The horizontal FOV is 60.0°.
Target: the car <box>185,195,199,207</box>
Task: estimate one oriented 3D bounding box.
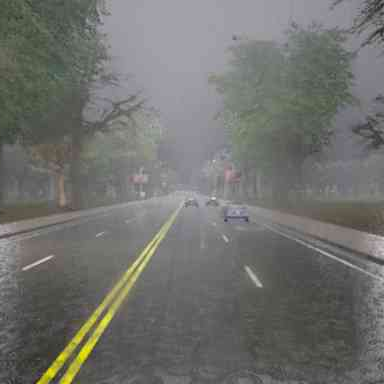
[{"bbox_3d":[-0.007,1.494,48.992,1.812,1.442,4.674,0,0,0],"label":"car"}]

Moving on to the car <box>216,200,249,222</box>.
[{"bbox_3d":[3.270,1.535,26.167,2.033,1.411,5.357,0,0,0],"label":"car"}]

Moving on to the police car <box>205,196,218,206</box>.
[{"bbox_3d":[3.122,1.470,52.654,2.038,1.542,4.974,0,0,0],"label":"police car"}]

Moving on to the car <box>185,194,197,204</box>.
[{"bbox_3d":[-0.185,1.310,61.529,2.097,1.767,4.553,0,0,0],"label":"car"}]
